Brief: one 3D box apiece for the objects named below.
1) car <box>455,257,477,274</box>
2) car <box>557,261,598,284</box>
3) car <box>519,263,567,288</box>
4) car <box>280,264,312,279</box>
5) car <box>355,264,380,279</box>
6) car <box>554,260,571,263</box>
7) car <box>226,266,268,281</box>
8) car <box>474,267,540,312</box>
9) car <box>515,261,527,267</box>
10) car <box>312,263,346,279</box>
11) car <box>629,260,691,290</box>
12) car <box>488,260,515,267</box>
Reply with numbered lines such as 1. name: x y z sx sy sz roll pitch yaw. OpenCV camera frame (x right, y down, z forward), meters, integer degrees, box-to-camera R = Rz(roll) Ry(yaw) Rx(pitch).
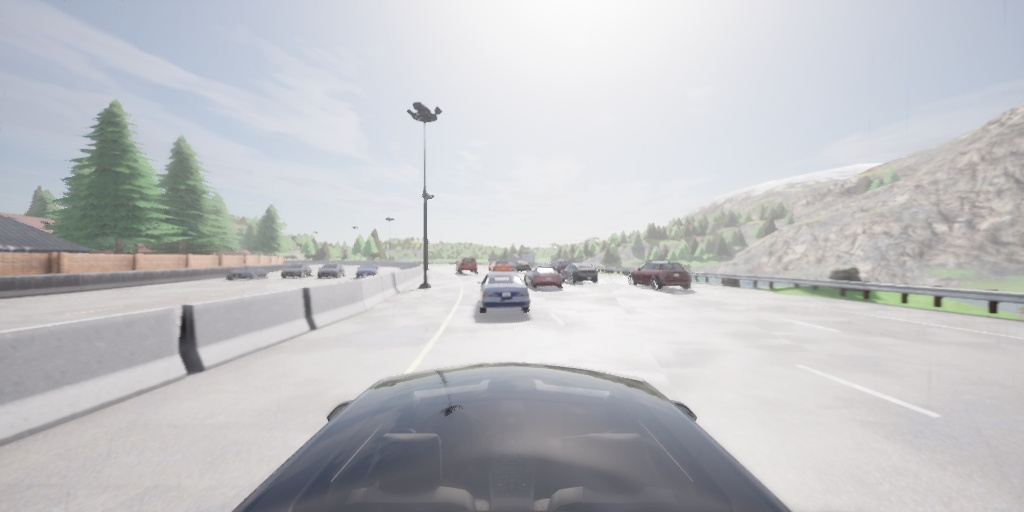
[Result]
1. car: -5.796 1.195 45.372 2.150 2.045 5.566 0 0 -16
2. car: 5.099 1.340 27.733 1.837 1.490 4.892 0 0 -8
3. car: 1.997 1.400 24.190 1.994 1.385 4.181 0 0 -8
4. car: -21.987 1.533 36.797 1.837 1.490 4.892 0 -1 -14
5. car: -14.874 1.513 37.150 1.812 1.442 4.674 0 0 -14
6. car: 5.747 1.244 42.177 2.097 1.767 4.553 0 0 -13
7. car: -24.867 1.593 33.783 1.994 1.385 4.181 0 0 -13
8. car: -0.409 1.355 14.526 2.033 1.411 5.357 0 0 -5
9. car: 0.961 1.447 47.041 1.837 1.490 4.892 1 0 -16
10. car: -18.332 1.508 36.542 1.837 1.490 4.892 0 0 -13
11. car: 9.207 1.141 22.753 2.097 1.767 4.553 0 0 -7
12. car: -1.508 1.286 42.375 2.097 1.767 4.553 0 0 -14
